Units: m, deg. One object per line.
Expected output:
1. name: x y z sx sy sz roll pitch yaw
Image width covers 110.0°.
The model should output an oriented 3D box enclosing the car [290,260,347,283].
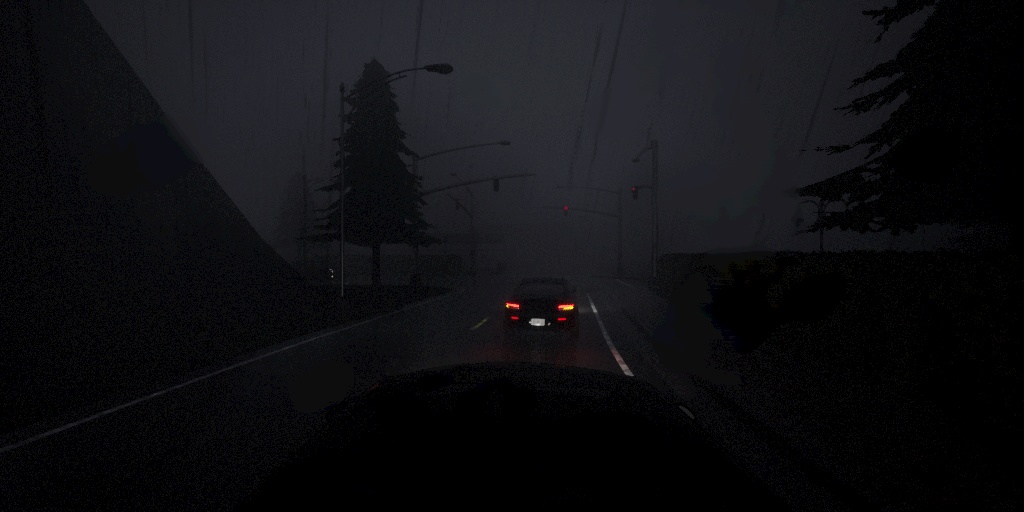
1. car: -15.341 1.102 27.955 4.553 1.767 2.097 0 0 9

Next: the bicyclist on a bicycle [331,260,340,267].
1. bicyclist on a bicycle: -17.361 1.203 35.377 0.582 1.620 1.656 0 0 8

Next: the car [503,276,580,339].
1. car: 0.921 1.276 10.097 1.812 1.442 4.674 0 0 9
